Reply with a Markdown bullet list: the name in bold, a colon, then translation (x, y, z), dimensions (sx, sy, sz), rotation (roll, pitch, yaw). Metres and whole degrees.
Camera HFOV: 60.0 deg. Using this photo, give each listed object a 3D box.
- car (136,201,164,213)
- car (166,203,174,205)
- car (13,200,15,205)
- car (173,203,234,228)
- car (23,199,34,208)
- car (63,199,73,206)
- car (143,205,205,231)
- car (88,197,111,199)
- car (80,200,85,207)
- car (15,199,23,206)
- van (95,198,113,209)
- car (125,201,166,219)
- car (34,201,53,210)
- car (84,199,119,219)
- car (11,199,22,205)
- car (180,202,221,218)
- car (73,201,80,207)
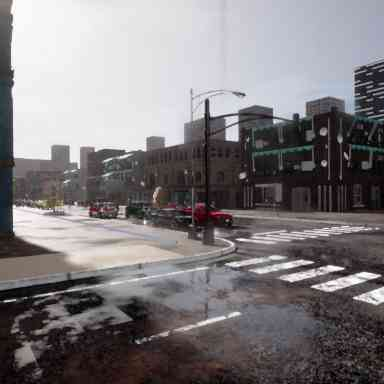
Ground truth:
- **car**: translation (-5.600, 1.966, 43.867), dimensions (1.802, 1.307, 4.206), rotation (-1, 0, -35)
- **car**: translation (-2.402, 1.904, 39.351), dimensions (1.802, 1.307, 4.206), rotation (-2, 0, -35)
- **car**: translation (-41.231, 2.547, 79.675), dimensions (2.008, 1.369, 4.403), rotation (-1, 0, -35)
- **car**: translation (0.962, 1.698, 24.597), dimensions (1.882, 1.535, 5.008), rotation (-1, 0, -35)
- **car**: translation (-31.634, 2.376, 66.124), dimensions (2.008, 1.369, 4.403), rotation (-1, 0, -35)
- **car**: translation (-27.995, 2.364, 75.486), dimensions (1.947, 1.339, 4.313), rotation (-1, 0, -35)
- **car**: translation (-1.318, 1.815, 23.111), dimensions (1.947, 1.339, 4.313), rotation (-1, 0, -35)
- **car**: translation (-11.043, 1.678, 41.564), dimensions (2.150, 2.045, 5.566), rotation (-1, 0, -35)
- **car**: translation (-18.403, 1.940, 61.934), dimensions (2.192, 1.841, 5.009), rotation (-1, 0, -35)
- **car**: translation (-38.035, 2.380, 75.157), dimensions (1.967, 1.590, 4.097), rotation (-1, 0, -35)
- **van**: translation (-15.203, 1.907, 57.418), dimensions (1.690, 1.788, 3.998), rotation (-1, 0, -35)
- **car**: translation (-4.898, 1.689, 32.871), dimensions (2.097, 1.767, 4.553), rotation (-1, 0, -35)
- **car**: translation (-25.137, 2.233, 56.951), dimensions (1.752, 1.417, 4.829), rotation (-1, 0, -35)
- **car**: translation (-9.242, 1.847, 34.505), dimensions (1.967, 1.590, 4.097), rotation (-1, 0, -35)
- **car**: translation (-44.430, 2.598, 84.191), dimensions (1.887, 1.381, 4.507), rotation (-1, 0, -35)
- **car**: translation (0.797, 1.810, 34.833), dimensions (2.008, 1.369, 4.403), rotation (-2, 0, -35)
- **car**: translation (-21.597, 2.228, 66.452), dimensions (1.887, 1.381, 4.507), rotation (-1, 0, -35)
